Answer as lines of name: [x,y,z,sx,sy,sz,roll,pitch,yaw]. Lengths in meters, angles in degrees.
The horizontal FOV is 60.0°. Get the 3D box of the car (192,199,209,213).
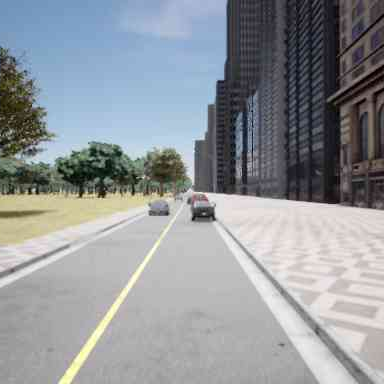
car: [0.900,1.512,37.209,1.812,1.442,4.674,0,0,0]

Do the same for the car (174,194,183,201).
car: [-3.001,1.259,73.307,1.812,1.442,4.674,0,0,0]

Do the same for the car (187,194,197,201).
car: [0.000,1.299,77.115,2.128,1.511,4.902,0,0,0]

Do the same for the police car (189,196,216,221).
police car: [0.899,1.421,27.318,1.930,1.638,5.238,0,0,0]

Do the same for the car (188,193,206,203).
car: [0.897,1.201,43.239,2.150,2.045,5.566,0,0,0]

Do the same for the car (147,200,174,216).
car: [-3.097,1.518,32.360,1.812,1.442,4.674,0,0,0]
